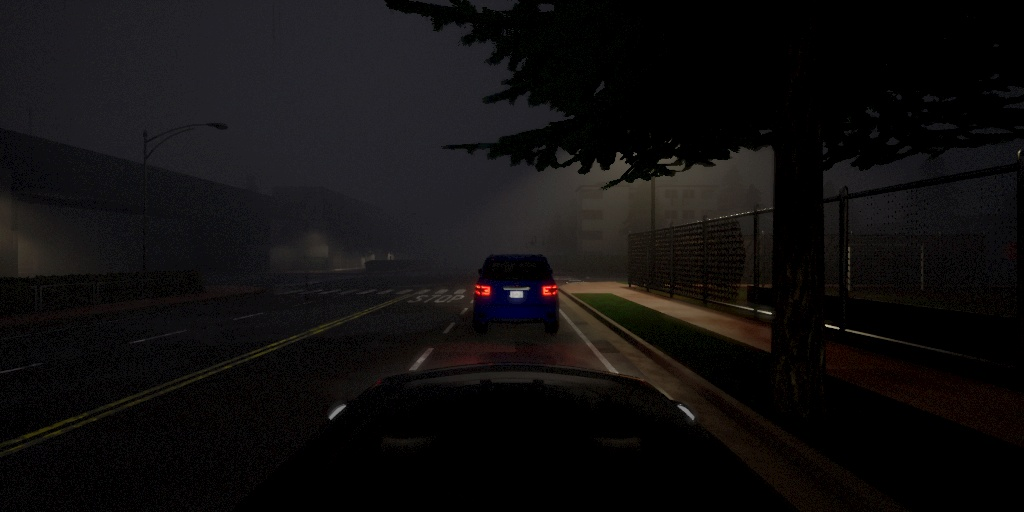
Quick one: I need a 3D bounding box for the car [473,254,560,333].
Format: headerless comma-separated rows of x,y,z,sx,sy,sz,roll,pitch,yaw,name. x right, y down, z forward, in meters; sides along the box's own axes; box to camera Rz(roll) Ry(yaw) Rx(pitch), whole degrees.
0.111,0.972,10.889,2.150,2.045,5.566,0,0,0,car

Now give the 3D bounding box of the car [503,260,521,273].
0.005,1.241,45.745,2.128,1.511,4.902,0,0,0,car
